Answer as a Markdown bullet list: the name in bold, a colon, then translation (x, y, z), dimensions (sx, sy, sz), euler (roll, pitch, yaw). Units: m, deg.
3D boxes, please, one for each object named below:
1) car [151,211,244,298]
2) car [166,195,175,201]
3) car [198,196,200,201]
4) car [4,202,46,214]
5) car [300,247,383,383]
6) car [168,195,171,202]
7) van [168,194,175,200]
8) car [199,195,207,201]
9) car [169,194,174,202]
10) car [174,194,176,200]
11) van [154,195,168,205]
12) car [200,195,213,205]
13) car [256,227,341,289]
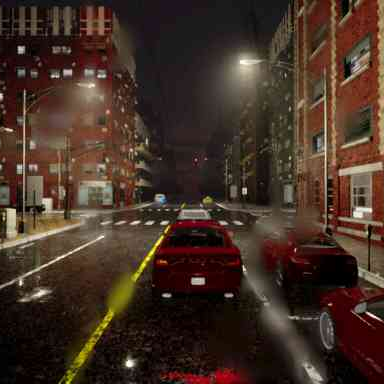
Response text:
- **car**: translation (0.105, 1.480, 8.549), dimensions (1.882, 1.535, 5.008), euler (0, 0, 0)
- **car**: translation (-5.607, 1.582, 86.429), dimensions (2.008, 1.369, 4.403), euler (1, 0, 0)
- **car**: translation (2.769, 1.572, 80.732), dimensions (1.887, 1.381, 4.507), euler (1, 0, 0)
- **car**: translation (-18.680, 1.730, 37.269), dimensions (4.313, 1.339, 1.947), euler (0, -1, 0)
- **car**: translation (2.670, 1.583, 3.213), dimensions (1.802, 1.307, 4.206), euler (1, 0, 0)
- **car**: translation (-5.626, 1.602, 63.820), dimensions (1.802, 1.307, 4.206), euler (1, 0, 0)
- **van**: translation (-5.599, 1.375, 92.082), dimensions (1.690, 1.788, 3.998), euler (1, 0, 0)
- **car**: translation (2.773, 1.597, 86.383), dimensions (1.947, 1.339, 4.313), euler (1, 0, 0)
- **car**: translation (-5.617, 1.607, 75.125), dimensions (1.802, 1.307, 4.206), euler (1, 0, 0)
- **car**: translation (-5.611, 1.553, 80.607), dimensions (1.752, 1.417, 4.829), euler (1, 0, 0)
- **van**: translation (-5.627, 1.359, 58.168), dimensions (1.690, 1.788, 3.998), euler (1, 0, 0)
- **car**: translation (2.750, 1.543, 58.292), dimensions (1.752, 1.417, 4.829), euler (1, 0, 0)
- **car**: translation (2.845, 1.584, 8.869), dimensions (1.802, 1.307, 4.206), euler (1, 0, 0)
